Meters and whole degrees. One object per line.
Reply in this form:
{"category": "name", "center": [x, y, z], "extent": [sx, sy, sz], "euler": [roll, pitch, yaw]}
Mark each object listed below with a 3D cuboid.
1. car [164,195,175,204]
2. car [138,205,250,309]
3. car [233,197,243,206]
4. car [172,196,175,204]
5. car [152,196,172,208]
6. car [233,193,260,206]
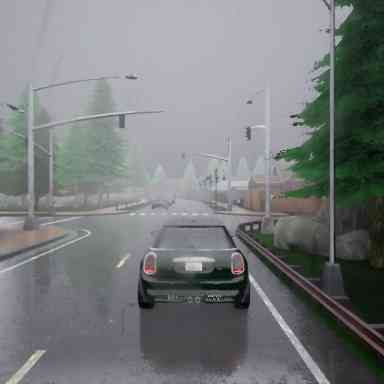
{"category": "car", "center": [-4.290, 1.448, 63.780], "extent": [1.882, 1.535, 5.008], "euler": [0, 0, 0]}
{"category": "car", "center": [0.051, 1.352, 8.046], "extent": [2.097, 1.767, 4.553], "euler": [0, 0, 0]}
{"category": "car", "center": [8.776, 1.144, 48.785], "extent": [4.605, 1.855, 1.932], "euler": [0, 0, -1]}
{"category": "car", "center": [-4.204, 1.571, 53.601], "extent": [1.895, 1.301, 4.718], "euler": [0, 0, 0]}
{"category": "car", "center": [-4.115, 1.534, 43.746], "extent": [1.994, 1.385, 4.181], "euler": [0, 0, -1]}
{"category": "car", "center": [8.358, 1.146, 51.295], "extent": [3.866, 1.878, 1.905], "euler": [0, 0, -1]}
